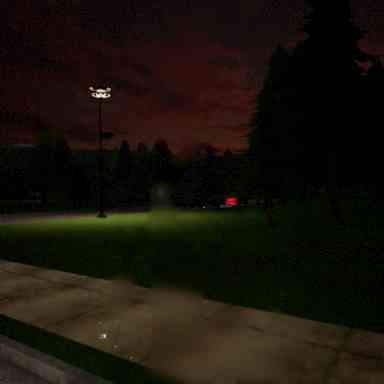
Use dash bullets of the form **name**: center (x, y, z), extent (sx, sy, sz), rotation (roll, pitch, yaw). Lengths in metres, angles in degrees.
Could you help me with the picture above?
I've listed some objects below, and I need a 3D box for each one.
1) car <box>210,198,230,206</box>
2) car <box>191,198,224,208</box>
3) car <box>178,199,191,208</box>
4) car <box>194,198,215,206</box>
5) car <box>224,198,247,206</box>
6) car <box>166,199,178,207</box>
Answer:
- **car**: center (5.333, 1.845, 63.301), extent (1.812, 1.442, 4.674), rotation (-1, 0, 34)
- **car**: center (2.573, 1.777, 52.989), extent (2.128, 1.511, 4.902), rotation (-1, 0, 35)
- **car**: center (0.195, 1.889, 55.695), extent (1.994, 1.385, 4.181), rotation (-1, 0, 35)
- **car**: center (2.446, 1.885, 65.279), extent (1.812, 1.442, 4.674), rotation (-1, 0, 34)
- **car**: center (8.234, 1.500, 61.349), extent (2.150, 2.045, 5.566), rotation (-1, 0, 34)
- **car**: center (-2.690, 1.930, 57.676), extent (1.994, 1.385, 4.181), rotation (-1, 0, 35)
